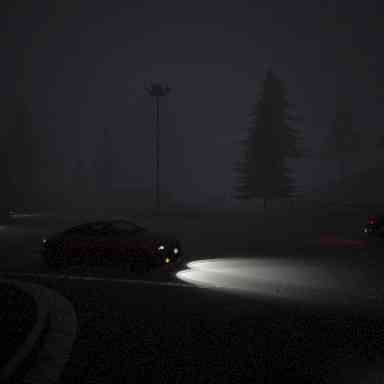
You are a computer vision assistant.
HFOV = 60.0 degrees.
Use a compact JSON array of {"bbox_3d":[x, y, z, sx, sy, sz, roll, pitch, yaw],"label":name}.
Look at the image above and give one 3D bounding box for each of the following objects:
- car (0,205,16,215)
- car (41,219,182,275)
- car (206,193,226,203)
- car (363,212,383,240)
[{"bbox_3d":[-19.931,1.548,31.693,5.357,1.411,2.033,0,0,-7],"label":"car"},{"bbox_3d":[-2.431,1.563,10.276,4.181,1.385,1.994,0,0,13],"label":"car"},{"bbox_3d":[5.144,1.206,69.499,2.150,2.045,5.566,0,0,-33],"label":"car"},{"bbox_3d":[10.210,1.498,14.473,4.892,1.490,1.837,0,0,13],"label":"car"}]
